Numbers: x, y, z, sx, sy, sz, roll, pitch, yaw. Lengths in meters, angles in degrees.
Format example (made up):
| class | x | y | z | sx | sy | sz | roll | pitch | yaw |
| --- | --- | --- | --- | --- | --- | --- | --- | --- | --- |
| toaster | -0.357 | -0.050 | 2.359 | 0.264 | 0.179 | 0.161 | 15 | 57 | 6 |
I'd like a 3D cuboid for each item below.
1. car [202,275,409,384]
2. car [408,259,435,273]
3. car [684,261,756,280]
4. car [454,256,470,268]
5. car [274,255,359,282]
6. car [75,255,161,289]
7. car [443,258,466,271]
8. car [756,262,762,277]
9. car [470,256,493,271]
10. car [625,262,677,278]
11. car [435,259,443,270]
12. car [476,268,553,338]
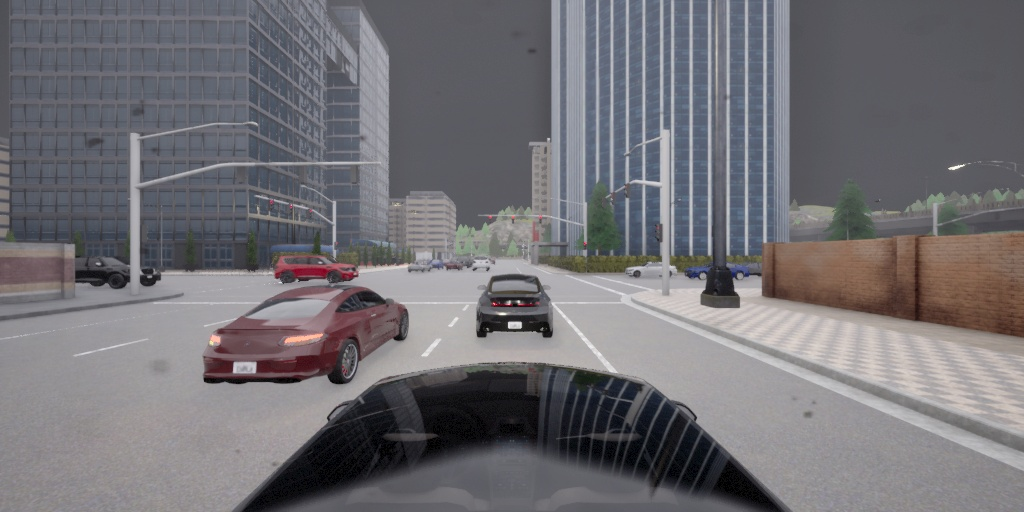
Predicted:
| class | x | y | z | sx | sy | sz | roll | pitch | yaw |
| --- | --- | --- | --- | --- | --- | --- | --- | --- | --- |
| car | -3.438 | 1.276 | 6.926 | 1.812 | 1.442 | 4.674 | 0 | 0 | 0 |
| car | -11.396 | 1.349 | 44.402 | 1.895 | 1.301 | 4.718 | 0 | 0 | 1 |
| car | 17.209 | 1.227 | 30.237 | 5.008 | 1.535 | 1.882 | 0 | 0 | -1 |
| car | -8.051 | 0.970 | 59.403 | 2.150 | 2.045 | 5.566 | 0 | 0 | -1 |
| car | -14.268 | 0.973 | 26.248 | 5.566 | 2.045 | 2.150 | 0 | 0 | -1 |
| car | -25.666 | 0.972 | 22.641 | 5.566 | 2.045 | 2.150 | 0 | 0 | -1 |
| car | -7.913 | 1.349 | 49.609 | 1.895 | 1.301 | 4.718 | 0 | 0 | -1 |
| car | 22.613 | 1.296 | 33.786 | 5.357 | 1.411 | 2.033 | 0 | 0 | -1 |
| car | -4.204 | 0.970 | 50.278 | 2.150 | 2.045 | 5.566 | 0 | 0 | -2 |
| car | 13.026 | 1.275 | 33.681 | 4.674 | 1.442 | 1.812 | 0 | 0 | 1 |
| car | -11.474 | 1.226 | 53.794 | 1.882 | 1.535 | 5.008 | 0 | 0 | -1 |
| car | 0.064 | 1.255 | 10.192 | 1.837 | 1.490 | 4.892 | 0 | 0 | 0 |
